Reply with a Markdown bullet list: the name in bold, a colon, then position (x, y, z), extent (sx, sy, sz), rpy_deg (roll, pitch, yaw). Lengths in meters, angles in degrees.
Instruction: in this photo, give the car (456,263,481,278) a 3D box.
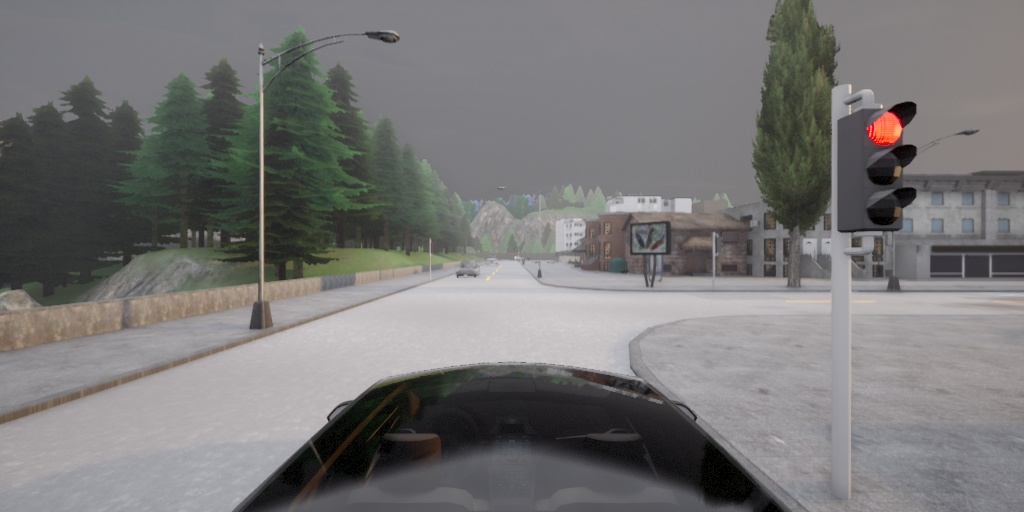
- **car**: position (-4.002, 1.342, 33.132), extent (1.895, 1.301, 4.718), rpy_deg (0, 0, 0)
